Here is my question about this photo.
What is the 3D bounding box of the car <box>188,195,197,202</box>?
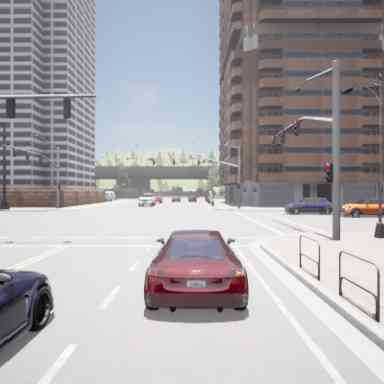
[{"bbox_3d":[0.114,1.506,73.412,2.128,1.511,4.902,0,0,0],"label":"car"}]

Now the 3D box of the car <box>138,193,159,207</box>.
[{"bbox_3d":[-7.014,1.208,52.173,2.150,2.045,5.566,0,0,0],"label":"car"}]

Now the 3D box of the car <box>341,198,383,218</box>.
[{"bbox_3d":[15.563,1.344,29.616,4.553,1.767,2.097,0,0,1],"label":"car"}]

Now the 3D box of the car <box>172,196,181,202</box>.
[{"bbox_3d":[-3.356,1.524,71.955,2.033,1.411,5.357,0,0,0],"label":"car"}]

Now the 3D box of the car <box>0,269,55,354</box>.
[{"bbox_3d":[-3.434,1.563,4.207,1.994,1.385,4.181,0,0,1],"label":"car"}]

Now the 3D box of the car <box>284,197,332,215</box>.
[{"bbox_3d":[11.593,1.344,33.203,4.553,1.767,2.097,0,0,2],"label":"car"}]

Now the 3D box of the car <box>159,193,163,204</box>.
[{"bbox_3d":[-6.946,1.202,64.342,2.150,2.045,5.566,0,0,1],"label":"car"}]

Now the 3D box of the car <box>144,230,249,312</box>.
[{"bbox_3d":[0.092,1.562,7.775,1.994,1.385,4.181,0,0,0],"label":"car"}]
